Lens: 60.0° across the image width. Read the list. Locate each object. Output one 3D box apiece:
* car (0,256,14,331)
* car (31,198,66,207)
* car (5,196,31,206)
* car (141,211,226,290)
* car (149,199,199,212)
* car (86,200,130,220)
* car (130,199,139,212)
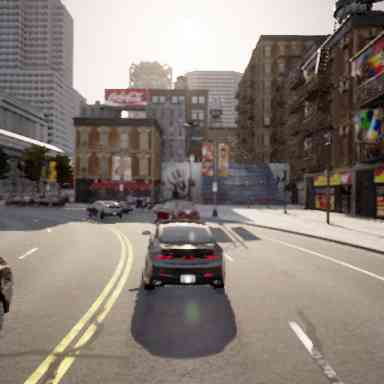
[{"bbox_3d":[-3.751,1.457,3.413,2.128,1.511,4.902,1,0,-1],"label":"car"},{"bbox_3d":[-20.077,1.470,46.943,4.718,1.301,1.895,1,0,30],"label":"car"},{"bbox_3d":[-25.360,1.340,49.162,4.674,1.452,2.002,1,0,20],"label":"car"},{"bbox_3d":[-0.315,1.522,9.190,1.837,1.490,4.892,1,0,-6],"label":"car"},{"bbox_3d":[-1.212,1.393,24.281,2.097,1.767,4.553,1,0,-27],"label":"car"},{"bbox_3d":[-7.371,1.469,27.754,2.128,1.511,4.902,1,0,-35],"label":"car"},{"bbox_3d":[-8.175,1.531,34.275,2.033,1.411,5.357,1,0,-44],"label":"car"}]
